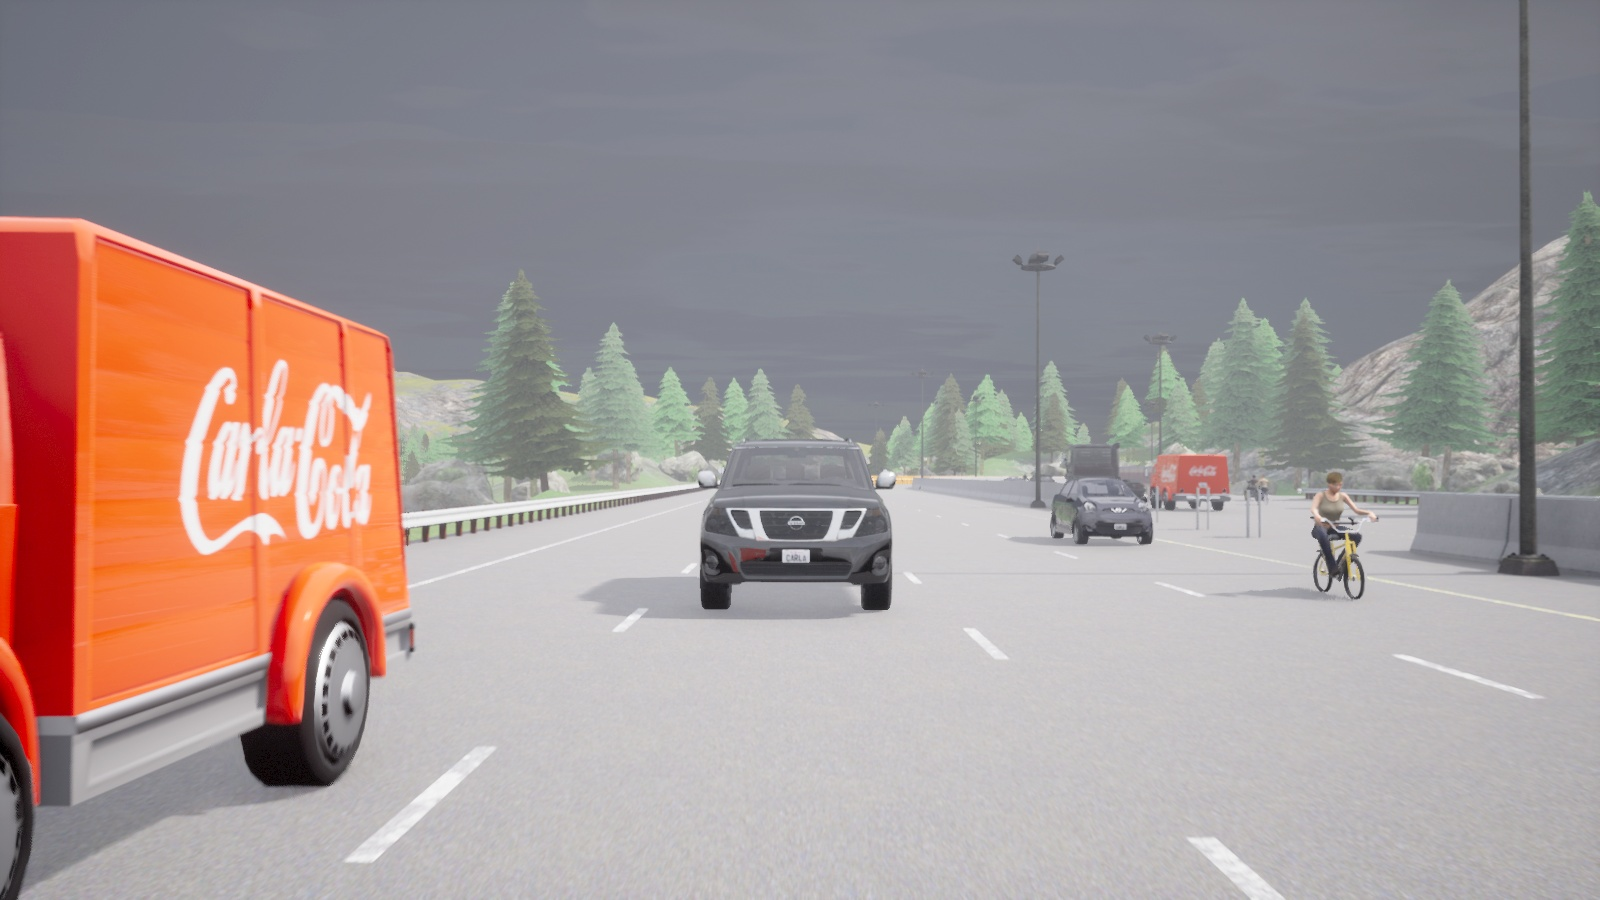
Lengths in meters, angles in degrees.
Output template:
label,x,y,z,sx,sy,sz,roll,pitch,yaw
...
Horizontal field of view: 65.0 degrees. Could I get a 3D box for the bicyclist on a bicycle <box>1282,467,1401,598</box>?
label,x,y,z,sx,sy,sz,roll,pitch,yaw
bicyclist on a bicycle,6.963,1.027,16.224,0.866,1.612,1.509,0,-1,0

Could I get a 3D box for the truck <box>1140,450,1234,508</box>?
label,x,y,z,sx,sy,sz,roll,pitch,yaw
truck,17.356,1.308,56.656,2.627,2.467,5.204,0,-1,0

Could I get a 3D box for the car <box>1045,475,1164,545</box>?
label,x,y,z,sx,sy,sz,roll,pitch,yaw
car,6.928,1.340,28.913,1.845,1.501,3.633,0,-1,0

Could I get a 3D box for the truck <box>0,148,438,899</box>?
label,x,y,z,sx,sy,sz,roll,pitch,yaw
truck,-3.515,0.438,5.039,2.627,2.467,5.204,0,-1,0

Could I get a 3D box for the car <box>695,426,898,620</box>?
label,x,y,z,sx,sy,sz,roll,pitch,yaw
car,-0.035,0.837,16.145,2.150,2.045,5.566,0,-1,0

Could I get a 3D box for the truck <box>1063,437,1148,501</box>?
label,x,y,z,sx,sy,sz,roll,pitch,yaw
truck,17.316,1.094,71.707,2.891,3.462,7.936,0,-1,0
